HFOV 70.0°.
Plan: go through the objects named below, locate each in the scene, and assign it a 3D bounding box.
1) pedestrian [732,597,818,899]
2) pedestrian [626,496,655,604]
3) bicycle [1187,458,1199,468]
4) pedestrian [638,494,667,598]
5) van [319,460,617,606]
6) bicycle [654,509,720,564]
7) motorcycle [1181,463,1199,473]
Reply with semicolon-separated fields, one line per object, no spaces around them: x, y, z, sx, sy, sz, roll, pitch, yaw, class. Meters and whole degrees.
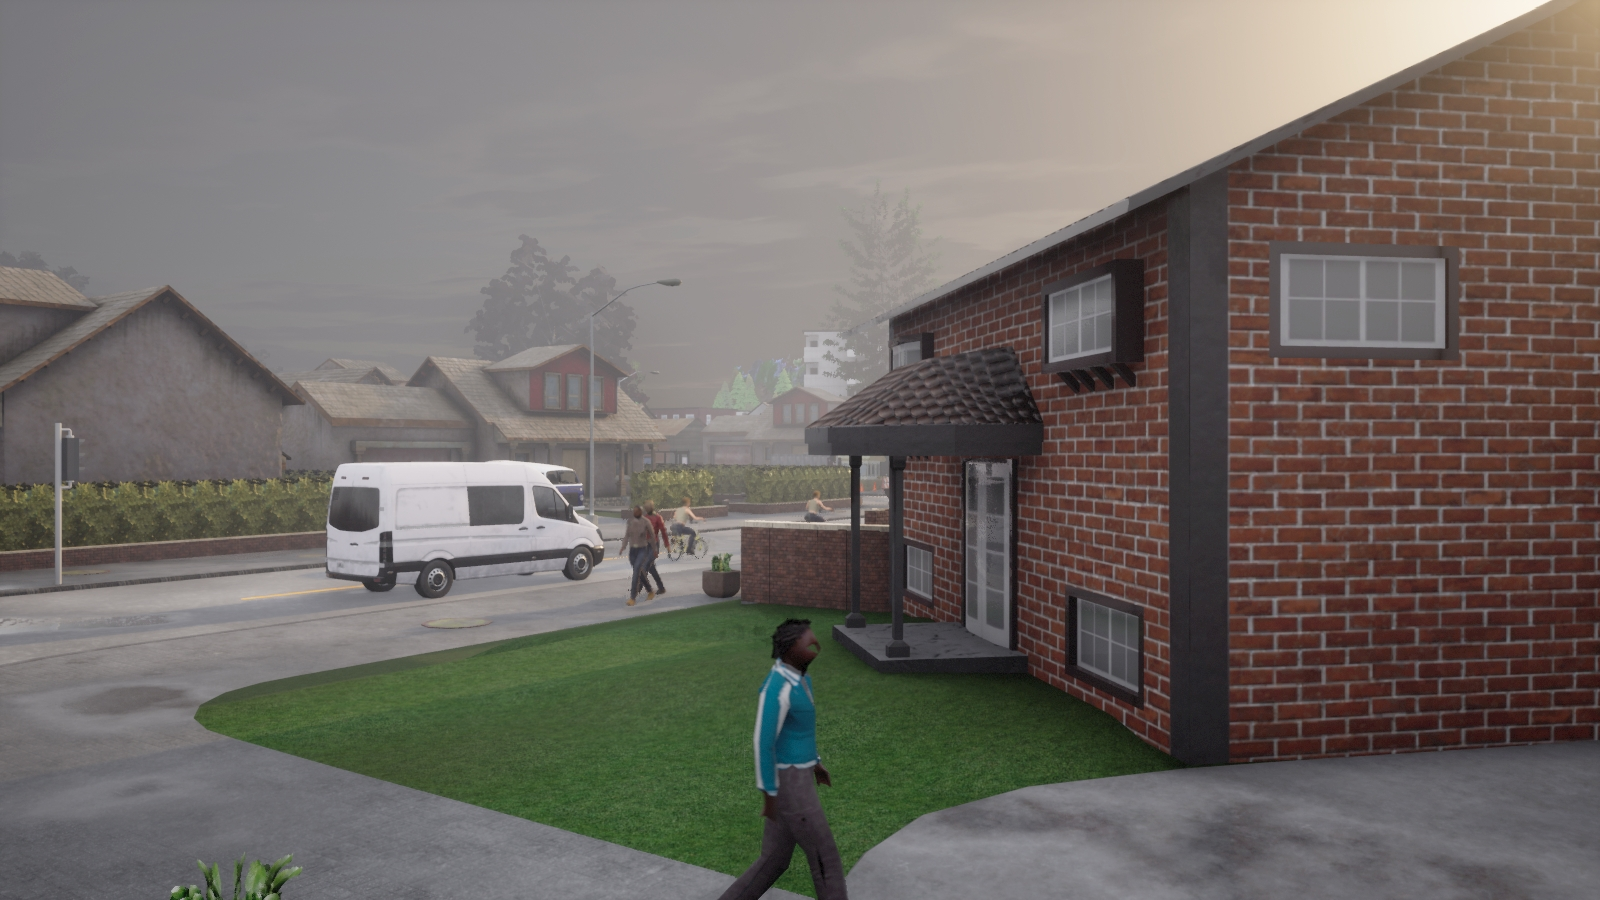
-0.128;1.743;6.101;0.375;1.860;0.375;0;0;14;pedestrian
-2.777;1.735;19.955;0.375;1.860;0.375;0;0;19;pedestrian
62.004;2.027;180.299;1.835;1.471;0.329;0;0;35;bicycle
-2.680;1.735;20.768;0.375;1.860;0.375;0;0;29;pedestrian
-6.587;1.522;23.475;1.988;2.561;5.915;0;0;36;van
-2.830;2.147;28.724;0.859;1.276;1.487;0;-1;35;bicycle
47.455;2.161;139.026;2.033;1.199;0.803;0;0;35;motorcycle
